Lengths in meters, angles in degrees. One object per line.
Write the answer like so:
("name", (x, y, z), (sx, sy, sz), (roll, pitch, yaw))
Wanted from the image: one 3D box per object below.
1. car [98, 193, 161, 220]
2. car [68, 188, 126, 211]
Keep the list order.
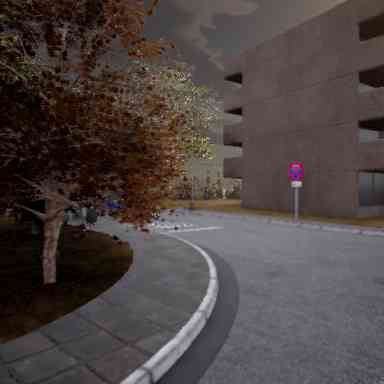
("car", (-3.971, 0.833, 20.035), (5.008, 1.535, 1.882), (3, 2, 41))
("car", (-7.916, 0.566, 27.537), (5.008, 1.535, 1.882), (2, 1, 35))
